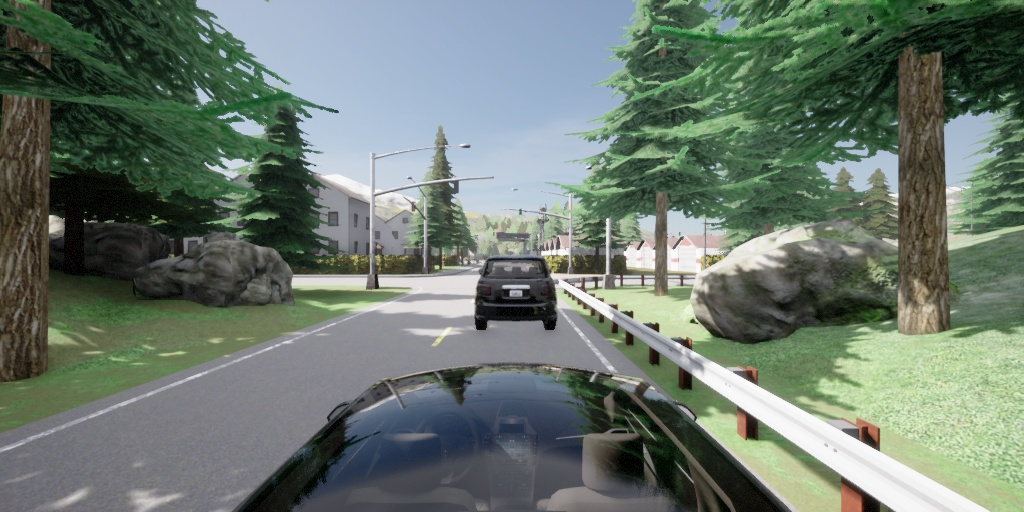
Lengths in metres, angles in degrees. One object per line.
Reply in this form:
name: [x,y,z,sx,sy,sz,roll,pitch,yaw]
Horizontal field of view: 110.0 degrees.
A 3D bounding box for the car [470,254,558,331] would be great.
car: [0.104,0.974,11.193,2.150,2.045,5.566,0,0,0]
